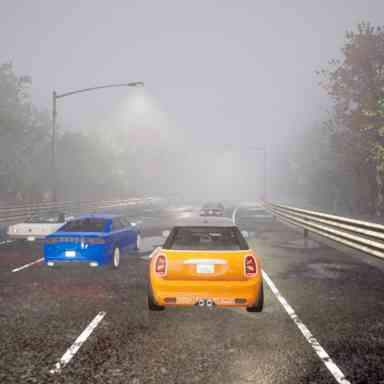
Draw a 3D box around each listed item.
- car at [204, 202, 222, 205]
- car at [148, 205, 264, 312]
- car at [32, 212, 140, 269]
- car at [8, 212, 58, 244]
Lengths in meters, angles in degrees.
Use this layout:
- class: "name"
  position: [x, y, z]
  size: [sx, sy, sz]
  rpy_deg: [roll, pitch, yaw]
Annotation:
- class: "car"
  position: [1.681, 1.536, 26.488]
  size: [2.033, 1.411, 5.357]
  rpy_deg: [0, 0, 8]
- class: "car"
  position: [0.321, 1.348, 7.877]
  size: [2.097, 1.767, 4.553]
  rpy_deg: [0, 0, 2]
- class: "car"
  position: [-3.044, 1.468, 11.150]
  size: [1.882, 1.535, 5.008]
  rpy_deg: [0, 0, 3]
- class: "car"
  position: [-6.306, 1.581, 15.550]
  size: [1.895, 1.301, 4.718]
  rpy_deg: [0, 0, 4]
